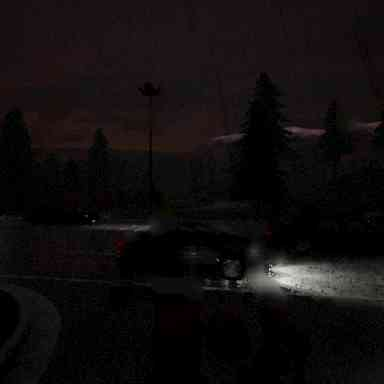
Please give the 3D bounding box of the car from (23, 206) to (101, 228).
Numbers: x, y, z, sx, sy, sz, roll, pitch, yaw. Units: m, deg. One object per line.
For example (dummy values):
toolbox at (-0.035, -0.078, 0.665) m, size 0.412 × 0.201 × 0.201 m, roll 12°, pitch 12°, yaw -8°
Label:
car at (-8.582, 1.601, 22.149) m, size 4.718 × 1.301 × 1.895 m, roll 0°, pitch 0°, yaw 12°

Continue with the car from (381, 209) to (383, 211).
car at (13.495, 1.600, 20.901) m, size 4.718 × 1.301 × 1.895 m, roll 0°, pitch 0°, yaw 12°

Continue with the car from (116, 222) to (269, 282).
car at (-0.004, 1.564, 9.523) m, size 4.181 × 1.385 × 1.994 m, roll 0°, pitch 0°, yaw 12°

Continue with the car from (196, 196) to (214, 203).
car at (2.739, 1.562, 69.170) m, size 1.994 × 1.385 × 4.181 m, roll 0°, pitch 0°, yaw -38°

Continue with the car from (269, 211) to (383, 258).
car at (5.314, 1.547, 11.943) m, size 5.357 × 1.411 × 2.033 m, roll 0°, pitch 0°, yaw 12°
